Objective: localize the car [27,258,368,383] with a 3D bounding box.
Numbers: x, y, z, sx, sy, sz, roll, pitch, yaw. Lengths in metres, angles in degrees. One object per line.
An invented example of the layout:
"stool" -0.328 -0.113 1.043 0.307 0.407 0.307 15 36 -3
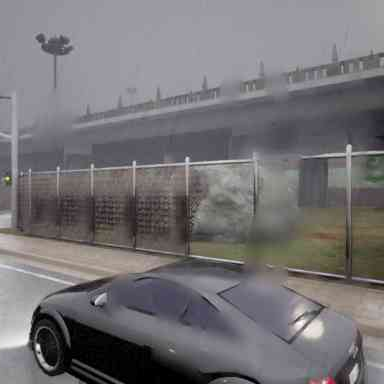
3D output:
"car" -0.189 1.564 4.125 4.181 1.385 1.994 0 0 36
